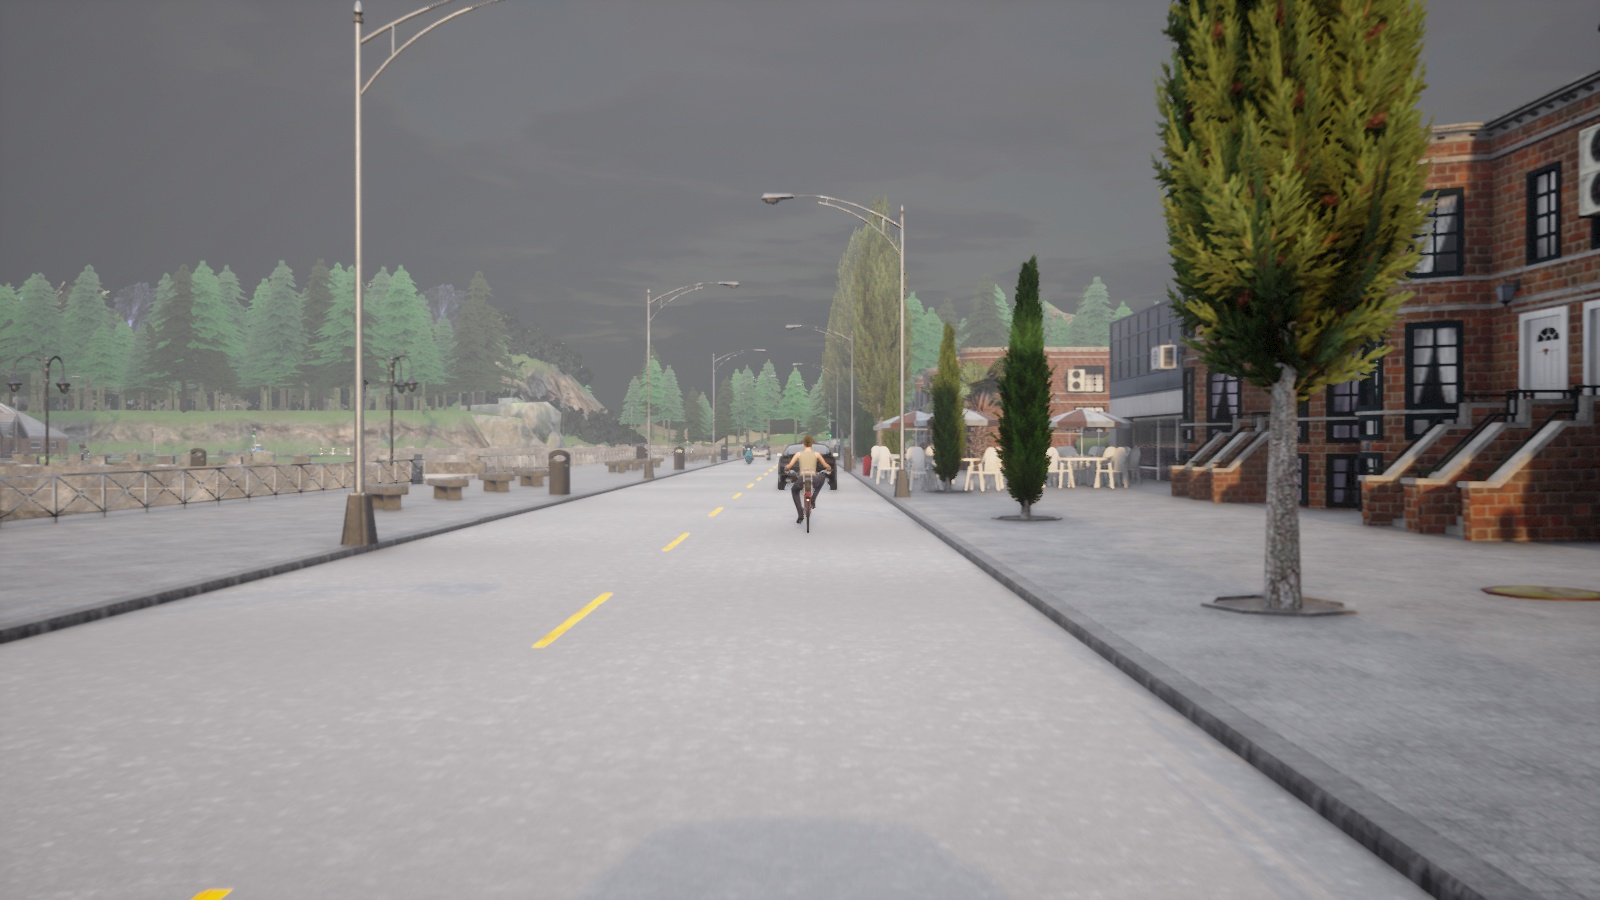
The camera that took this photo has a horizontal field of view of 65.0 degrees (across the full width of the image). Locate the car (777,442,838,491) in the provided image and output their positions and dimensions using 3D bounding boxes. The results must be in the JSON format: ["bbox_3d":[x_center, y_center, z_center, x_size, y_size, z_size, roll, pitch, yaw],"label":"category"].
[{"bbox_3d":[0.245,0.490,41.526,1.882,1.535,5.008,0,0,0],"label":"car"}]

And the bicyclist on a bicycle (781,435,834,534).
[{"bbox_3d":[0.134,0.563,21.341,0.866,1.612,1.509,0,0,0],"label":"bicyclist on a bicycle"}]
